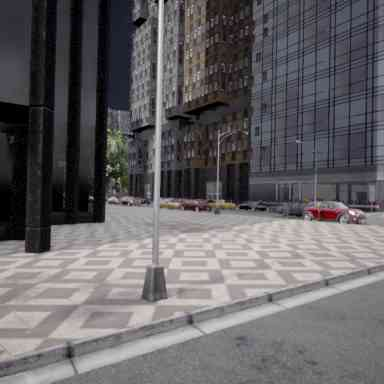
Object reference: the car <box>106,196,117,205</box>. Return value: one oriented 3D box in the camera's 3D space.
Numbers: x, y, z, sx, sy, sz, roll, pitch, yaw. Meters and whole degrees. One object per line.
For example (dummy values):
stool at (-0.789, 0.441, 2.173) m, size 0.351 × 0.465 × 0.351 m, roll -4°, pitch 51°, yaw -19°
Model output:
car at (-12.358, 1.533, 54.473) m, size 1.802 × 1.307 × 4.206 m, roll 2°, pitch -1°, yaw -35°

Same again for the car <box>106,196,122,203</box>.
car at (-18.232, 1.701, 77.429) m, size 1.752 × 1.417 × 4.829 m, roll 2°, pitch -1°, yaw -35°

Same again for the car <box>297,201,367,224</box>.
car at (9.900, 1.371, 23.203) m, size 1.967 × 1.590 × 4.097 m, roll 2°, pitch -1°, yaw -36°

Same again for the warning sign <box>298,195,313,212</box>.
warning sign at (12.855, 1.339, 37.739) m, size 1.300 × 1.860 × 1.060 m, roll 2°, pitch -1°, yaw -35°

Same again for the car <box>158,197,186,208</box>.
car at (-3.210, 1.594, 51.630) m, size 2.128 × 1.511 × 4.902 m, roll 2°, pitch -1°, yaw -35°

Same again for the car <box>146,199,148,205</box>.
car at (-9.296, 1.705, 60.105) m, size 1.895 × 1.301 × 4.718 m, roll 2°, pitch -1°, yaw -35°

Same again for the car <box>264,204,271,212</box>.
car at (10.497, 1.745, 37.055) m, size 1.802 × 1.307 × 4.206 m, roll 2°, pitch -1°, yaw -35°

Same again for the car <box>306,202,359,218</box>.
car at (13.678, 1.726, 32.585) m, size 1.947 × 1.339 × 4.313 m, roll 2°, pitch -1°, yaw -35°

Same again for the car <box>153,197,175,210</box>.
car at (-2.713, 1.470, 40.922) m, size 1.752 × 1.417 × 4.829 m, roll 2°, pitch -1°, yaw -35°

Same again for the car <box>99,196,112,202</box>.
car at (-21.316, 1.757, 81.760) m, size 1.802 × 1.307 × 4.206 m, roll 2°, pitch -1°, yaw -35°

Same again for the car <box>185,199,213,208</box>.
car at (0.954, 1.724, 50.467) m, size 2.008 × 1.369 × 4.403 m, roll 2°, pitch -1°, yaw -35°

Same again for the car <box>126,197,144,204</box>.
car at (-11.772, 1.742, 68.349) m, size 1.947 × 1.339 × 4.313 m, roll 2°, pitch -1°, yaw -35°

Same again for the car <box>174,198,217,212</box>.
car at (0.370, 1.486, 36.589) m, size 1.887 × 1.381 × 4.507 m, roll 2°, pitch -1°, yaw -35°

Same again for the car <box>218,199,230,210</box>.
car at (4.037, 1.695, 46.136) m, size 1.752 × 1.417 × 4.829 m, roll 2°, pitch -1°, yaw -35°

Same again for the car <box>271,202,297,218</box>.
car at (9.667, 1.551, 28.115) m, size 2.033 × 1.411 × 5.357 m, roll 2°, pitch -1°, yaw -35°

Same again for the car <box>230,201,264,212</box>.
car at (7.316, 1.732, 41.526) m, size 1.947 × 1.339 × 4.313 m, roll 2°, pitch -1°, yaw -35°

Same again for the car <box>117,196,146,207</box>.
car at (-9.173, 1.390, 50.004) m, size 1.967 × 1.590 × 4.097 m, roll 2°, pitch -1°, yaw -35°

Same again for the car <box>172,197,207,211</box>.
car at (-0.356, 1.492, 42.225) m, size 1.882 × 1.535 × 5.008 m, roll 2°, pitch -1°, yaw -35°

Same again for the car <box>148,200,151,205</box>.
car at (-5.409, 1.727, 59.408) m, size 2.008 × 1.369 × 4.403 m, roll 2°, pitch -1°, yaw -35°

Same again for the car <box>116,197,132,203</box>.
car at (-14.953, 1.742, 72.819) m, size 1.947 × 1.339 × 4.313 m, roll 2°, pitch -1°, yaw -35°
